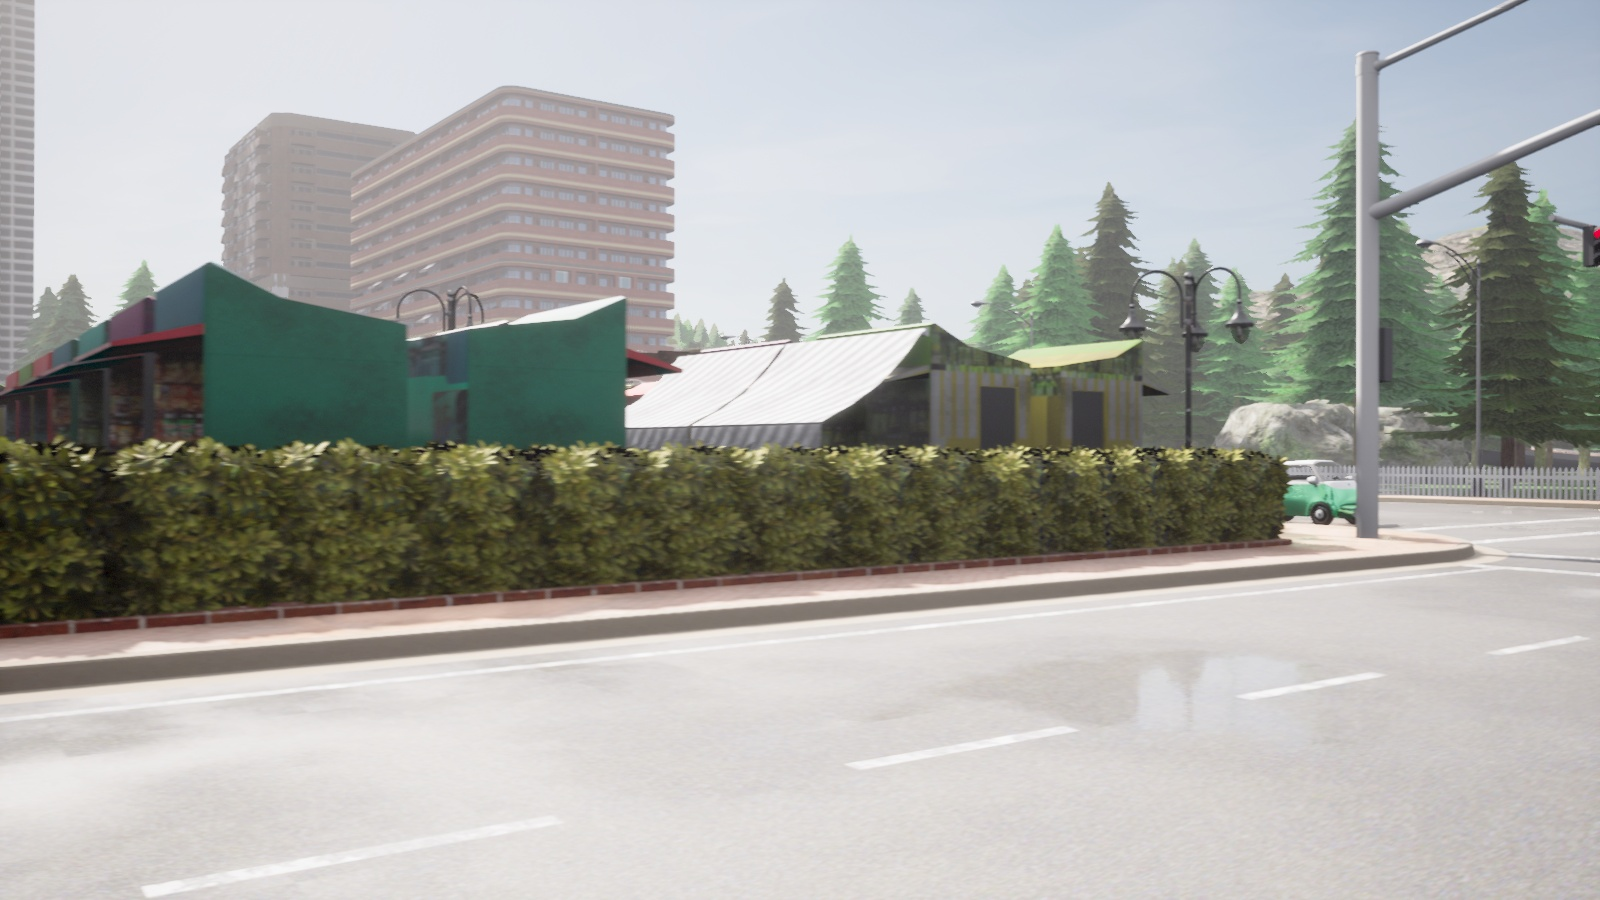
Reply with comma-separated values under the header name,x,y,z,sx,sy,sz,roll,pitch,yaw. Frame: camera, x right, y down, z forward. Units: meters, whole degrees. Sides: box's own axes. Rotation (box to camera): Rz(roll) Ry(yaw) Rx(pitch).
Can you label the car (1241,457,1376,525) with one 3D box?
name,x,y,z,sx,sy,sz,roll,pitch,yaw
car,10.824,0.842,26.783,1.481,1.376,2.207,0,-1,-34
